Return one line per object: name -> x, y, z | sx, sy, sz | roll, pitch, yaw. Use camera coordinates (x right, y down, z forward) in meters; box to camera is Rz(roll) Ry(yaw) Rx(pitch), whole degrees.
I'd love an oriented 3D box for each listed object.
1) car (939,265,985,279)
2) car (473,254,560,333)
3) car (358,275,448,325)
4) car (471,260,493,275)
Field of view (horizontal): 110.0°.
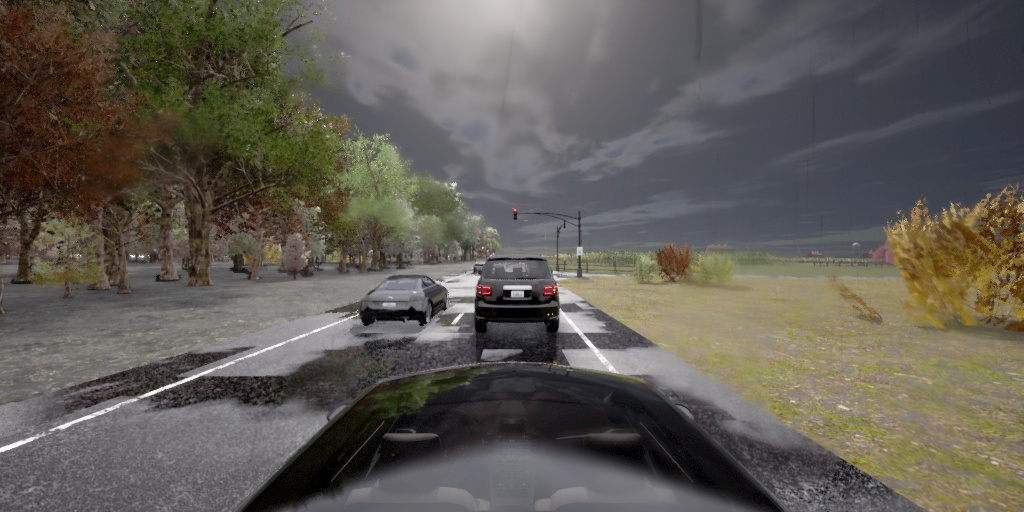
car -> 48.590, 1.783, 39.226 | 4.892, 1.490, 1.837 | 1, -1, 0
car -> 0.119, 0.974, 10.945 | 2.150, 2.045, 5.566 | 0, 0, 0
car -> -3.381, 1.316, 11.894 | 1.994, 1.385, 4.181 | 0, 0, 0
car -> -3.323, 1.250, 40.919 | 2.128, 1.511, 4.902 | 0, 0, 0
